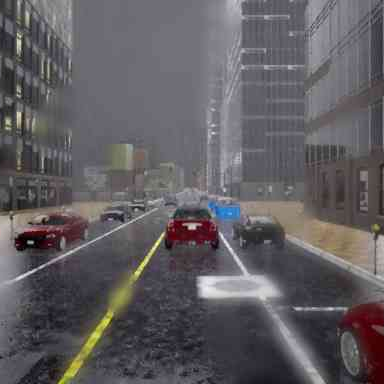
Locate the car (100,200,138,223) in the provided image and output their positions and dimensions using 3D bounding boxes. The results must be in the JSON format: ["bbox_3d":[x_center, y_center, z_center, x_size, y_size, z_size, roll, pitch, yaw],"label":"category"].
[{"bbox_3d":[-5.689,1.524,25.383,1.947,1.339,4.313,0,0,0],"label":"car"}]

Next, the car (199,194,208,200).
[{"bbox_3d":[2.693,1.277,80.586,1.947,1.339,4.313,0,0,0],"label":"car"}]

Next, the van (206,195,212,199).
[{"bbox_3d":[2.775,1.251,36.779,1.690,1.788,3.998,0,0,0],"label":"van"}]

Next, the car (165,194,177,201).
[{"bbox_3d":[-3.000,1.455,49.647,2.033,1.411,5.357,0,0,0],"label":"car"}]

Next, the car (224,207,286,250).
[{"bbox_3d":[2.691,1.539,13.978,2.008,1.369,4.403,0,0,0],"label":"car"}]

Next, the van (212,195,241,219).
[{"bbox_3d":[2.693,1.300,25.383,1.690,1.788,3.998,0,0,0],"label":"van"}]

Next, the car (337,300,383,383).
[{"bbox_3d":[2.690,1.579,2.577,1.802,1.307,4.206,0,0,0],"label":"car"}]

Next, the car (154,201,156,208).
[{"bbox_3d":[-5.817,1.402,44.013,1.752,1.417,4.829,0,0,0],"label":"car"}]

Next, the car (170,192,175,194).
[{"bbox_3d":[-5.687,1.256,80.583,1.887,1.381,4.507,0,0,0],"label":"car"}]

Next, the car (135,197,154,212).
[{"bbox_3d":[-5.768,1.475,36.779,1.947,1.339,4.313,0,0,0],"label":"car"}]

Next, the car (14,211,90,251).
[{"bbox_3d":[-5.690,1.533,13.978,1.887,1.381,4.507,0,0,0],"label":"car"}]

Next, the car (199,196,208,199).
[{"bbox_3d":[0.000,1.438,29.646,2.128,1.511,4.902,0,0,0],"label":"car"}]

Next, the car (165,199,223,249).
[{"bbox_3d":[0.000,1.354,14.619,2.097,1.767,4.553,0,0,0],"label":"car"}]

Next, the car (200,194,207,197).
[{"bbox_3d":[2.694,1.177,74.905,1.967,1.590,4.097,0,0,0],"label":"car"}]
